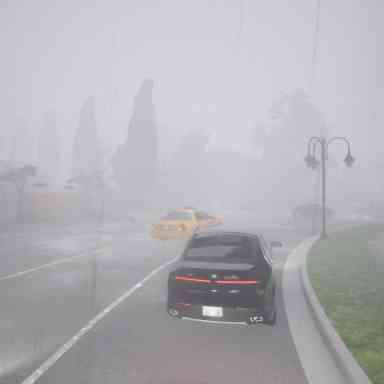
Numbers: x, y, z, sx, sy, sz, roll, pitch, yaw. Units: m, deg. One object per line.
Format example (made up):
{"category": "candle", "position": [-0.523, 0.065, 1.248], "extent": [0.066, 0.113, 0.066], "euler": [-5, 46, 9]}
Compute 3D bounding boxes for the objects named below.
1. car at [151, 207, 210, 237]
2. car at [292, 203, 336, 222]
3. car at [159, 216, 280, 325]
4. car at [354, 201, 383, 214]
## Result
{"category": "car", "position": [-0.010, 1.510, 16.352], "extent": [1.801, 1.575, 5.366], "euler": [0, 0, 25]}
{"category": "car", "position": [10.705, 1.717, 29.010], "extent": [4.892, 1.490, 1.837], "euler": [1, -1, -38]}
{"category": "car", "position": [0.844, 1.511, 7.242], "extent": [1.837, 1.490, 4.892], "euler": [0, 0, 13]}
{"category": "car", "position": [22.332, 1.899, 41.852], "extent": [5.008, 1.535, 1.882], "euler": [1, -1, -35]}
